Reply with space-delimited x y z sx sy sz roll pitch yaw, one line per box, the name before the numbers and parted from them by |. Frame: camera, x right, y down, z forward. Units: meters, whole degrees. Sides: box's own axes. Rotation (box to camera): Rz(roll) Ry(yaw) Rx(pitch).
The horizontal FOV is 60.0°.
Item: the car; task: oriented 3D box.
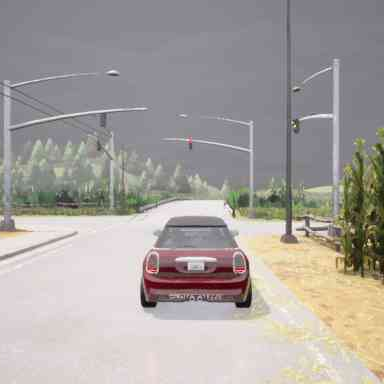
car | 0.096 1.352 8.091 2.097 1.767 4.553 0 0 1
